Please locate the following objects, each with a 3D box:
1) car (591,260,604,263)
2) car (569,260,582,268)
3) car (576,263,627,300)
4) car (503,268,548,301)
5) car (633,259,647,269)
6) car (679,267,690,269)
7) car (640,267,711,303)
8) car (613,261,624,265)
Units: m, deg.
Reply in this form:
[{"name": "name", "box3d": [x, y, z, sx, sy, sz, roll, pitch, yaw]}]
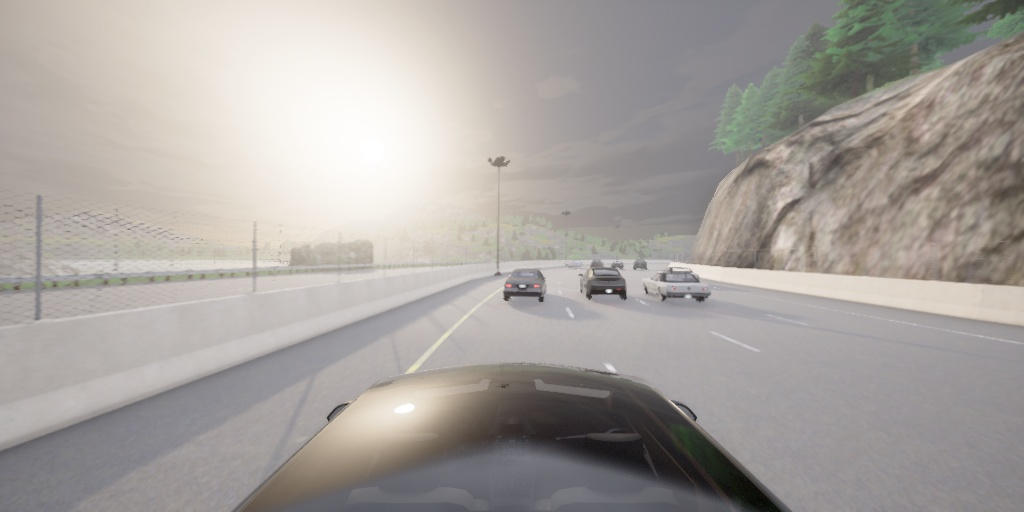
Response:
[{"name": "car", "box3d": [14.808, 1.416, 62.216, 1.837, 1.490, 4.892, 0, 0, 21]}, {"name": "car", "box3d": [11.285, 1.402, 62.779, 1.812, 1.442, 4.674, 0, 0, 21]}, {"name": "car", "box3d": [4.549, 1.304, 18.317, 1.837, 1.490, 4.892, 0, 0, 6]}, {"name": "car", "box3d": [0.723, 1.308, 17.449, 2.033, 1.411, 5.357, 1, 0, 7]}, {"name": "car", "box3d": [21.665, 1.332, 60.475, 2.097, 1.767, 4.553, 1, 0, 21]}, {"name": "car", "box3d": [12.655, 1.484, 27.610, 1.895, 1.301, 4.718, 1, 0, 9]}, {"name": "car", "box3d": [7.781, 1.432, 17.518, 1.895, 1.301, 4.718, 1, 0, 6]}, {"name": "car", "box3d": [18.201, 1.546, 61.506, 1.895, 1.301, 4.718, 1, 0, 21]}]
